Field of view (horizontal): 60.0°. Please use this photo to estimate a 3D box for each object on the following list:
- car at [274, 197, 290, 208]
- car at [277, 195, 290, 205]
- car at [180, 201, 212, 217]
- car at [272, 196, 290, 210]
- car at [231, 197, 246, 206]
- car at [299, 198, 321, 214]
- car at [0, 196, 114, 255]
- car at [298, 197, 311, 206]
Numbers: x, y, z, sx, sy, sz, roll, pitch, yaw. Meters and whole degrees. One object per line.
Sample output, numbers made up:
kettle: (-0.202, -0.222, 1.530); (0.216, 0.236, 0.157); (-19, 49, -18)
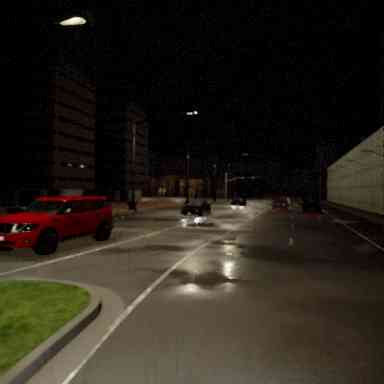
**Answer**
car: (14.093, 1.575, 51.954); (2.128, 1.511, 4.902); (0, 0, 17)
car: (16.794, 1.452, 60.658); (2.097, 1.767, 4.553); (0, 0, 17)
car: (0.534, 1.542, 32.203); (2.033, 1.411, 5.357); (0, 0, 17)
car: (11.498, 1.615, 43.500); (2.033, 1.411, 5.357); (0, 0, 18)
car: (7.842, 1.603, 55.489); (1.994, 1.385, 4.181); (0, 0, 18)
car: (13.269, 1.560, 37.145); (1.882, 1.535, 5.008); (0, 0, 17)
car: (-5.381, 1.180, 13.577); (2.150, 2.045, 5.566); (1, 0, 20)
car: (20.267, 1.689, 60.044); (1.994, 1.385, 4.181); (0, 0, 17)
